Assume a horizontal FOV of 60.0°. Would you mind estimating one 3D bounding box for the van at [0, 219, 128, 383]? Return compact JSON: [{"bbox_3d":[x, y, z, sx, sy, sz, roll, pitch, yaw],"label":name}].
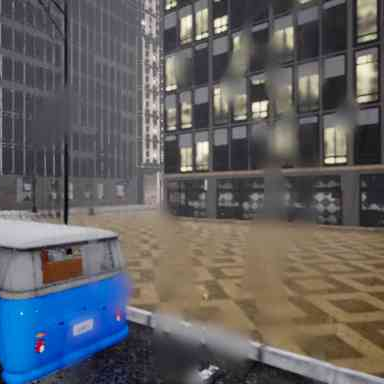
[{"bbox_3d":[-2.772,1.338,4.959,3.998,1.788,1.690,0,0,36],"label":"van"}]
